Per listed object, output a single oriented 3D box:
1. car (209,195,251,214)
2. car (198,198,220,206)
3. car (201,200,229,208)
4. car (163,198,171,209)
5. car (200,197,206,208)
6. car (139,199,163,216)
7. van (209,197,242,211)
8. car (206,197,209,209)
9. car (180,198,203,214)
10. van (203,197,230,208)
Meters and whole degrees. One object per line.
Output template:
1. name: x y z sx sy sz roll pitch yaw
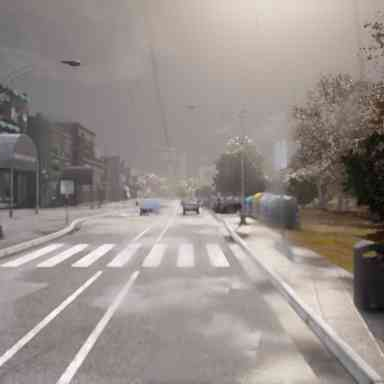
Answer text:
1. car: 5.145 1.431 36.513 5.566 2.045 2.435 1 -2 -22
2. car: 3.827 2.264 74.979 4.553 1.767 2.185 1 -1 -23
3. car: 4.296 2.230 63.130 4.792 1.488 2.163 1 -1 -22
4. car: -5.006 2.123 56.081 1.812 1.442 4.674 0 -1 -1
5. car: 4.680 1.732 51.297 5.566 2.045 2.435 1 -1 -22
6. car: -4.377 1.652 35.052 1.882 1.535 5.008 0 -1 -2
7. van: 4.850 1.701 48.375 4.442 1.987 1.878 1 -2 -22
8. car: 5.005 1.491 39.437 5.566 2.045 2.435 1 -1 -22
9. car: -0.167 1.743 38.934 2.128 1.511 4.902 0 -1 -2
10. van: 4.471 1.924 60.210 4.442 1.987 1.878 1 -1 -22
